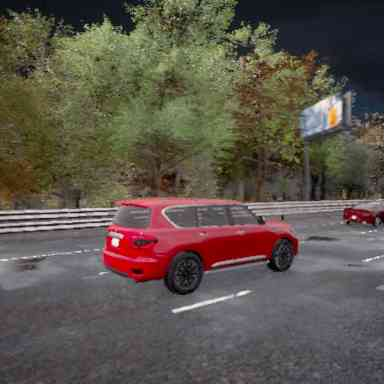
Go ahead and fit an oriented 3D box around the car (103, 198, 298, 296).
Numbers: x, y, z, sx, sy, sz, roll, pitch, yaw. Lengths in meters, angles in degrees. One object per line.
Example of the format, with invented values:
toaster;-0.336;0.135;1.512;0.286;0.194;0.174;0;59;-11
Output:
car;0.465;1.178;8.841;5.566;2.045;2.150;0;0;-37

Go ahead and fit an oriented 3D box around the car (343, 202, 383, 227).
car;12.009;1.406;22.111;5.008;1.535;1.882;0;0;-38
